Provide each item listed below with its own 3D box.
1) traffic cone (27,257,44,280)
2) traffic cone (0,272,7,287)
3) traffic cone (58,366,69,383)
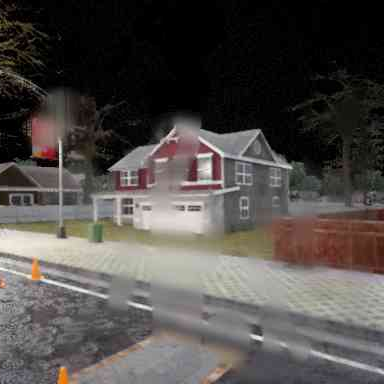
[{"bbox_3d":[-4.326,2.083,9.198,0.340,0.580,0.340,-1,-1,36],"label":"traffic cone"},{"bbox_3d":[-4.916,2.073,8.391,0.340,0.580,0.340,-1,-1,36],"label":"traffic cone"},{"bbox_3d":[-1.253,2.001,3.236,0.340,0.580,0.340,-1,-1,36],"label":"traffic cone"}]
